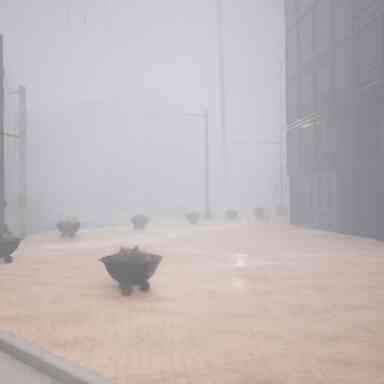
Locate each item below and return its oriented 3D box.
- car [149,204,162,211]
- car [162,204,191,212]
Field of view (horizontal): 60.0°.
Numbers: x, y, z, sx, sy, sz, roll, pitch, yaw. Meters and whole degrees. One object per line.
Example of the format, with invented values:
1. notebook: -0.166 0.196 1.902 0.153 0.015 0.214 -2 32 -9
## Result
1. car: -5.160 2.656 57.133 1.895 1.301 4.718 -1 -1 36
2. car: -2.295 2.608 55.125 1.895 1.301 4.718 -1 -1 36
